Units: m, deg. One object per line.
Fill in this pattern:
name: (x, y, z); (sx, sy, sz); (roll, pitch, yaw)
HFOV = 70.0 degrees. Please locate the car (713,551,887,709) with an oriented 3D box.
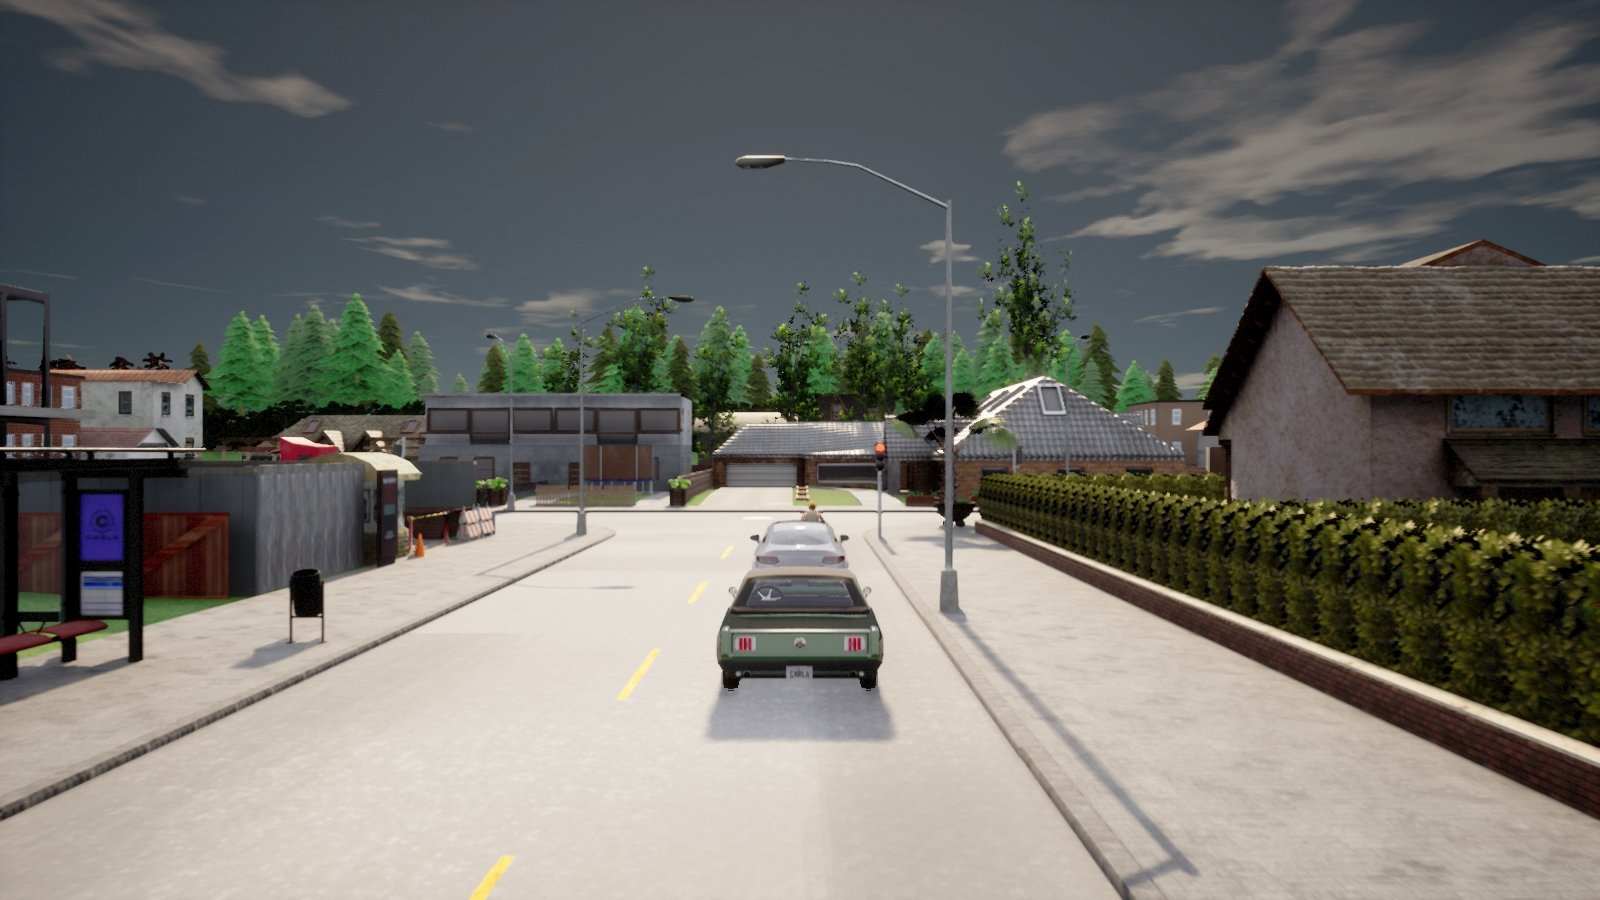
car: (0.000, 2.162, 14.746); (1.895, 1.301, 4.718); (0, 0, 0)

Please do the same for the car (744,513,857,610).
car: (-0.002, 2.091, 22.448); (2.002, 1.442, 4.674); (0, 0, 0)
